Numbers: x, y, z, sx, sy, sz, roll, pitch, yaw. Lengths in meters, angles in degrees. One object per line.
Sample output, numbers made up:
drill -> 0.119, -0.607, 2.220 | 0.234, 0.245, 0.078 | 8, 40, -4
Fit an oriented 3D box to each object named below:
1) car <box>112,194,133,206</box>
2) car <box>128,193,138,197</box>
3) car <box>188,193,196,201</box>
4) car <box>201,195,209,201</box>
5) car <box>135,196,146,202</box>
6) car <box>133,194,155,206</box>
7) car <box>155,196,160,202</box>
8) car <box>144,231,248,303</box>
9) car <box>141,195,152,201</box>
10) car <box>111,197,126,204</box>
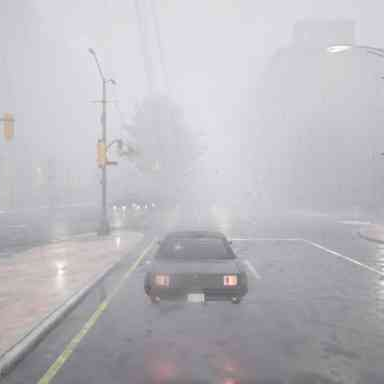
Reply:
car -> -11.580, 1.525, 55.103 | 1.812, 1.442, 4.674 | 0, 0, 0
car -> -11.528, 1.221, 64.515 | 2.150, 2.045, 5.566 | 0, 0, 1
car -> 0.013, 1.540, 85.794 | 2.033, 1.411, 5.357 | 0, 0, 0
car -> 3.513, 1.595, 86.971 | 1.895, 1.301, 4.718 | 0, 0, 0
car -> -11.489, 1.552, 74.399 | 1.994, 1.385, 4.181 | 0, 0, 0
car -> -8.080, 1.547, 56.501 | 2.033, 1.411, 5.357 | 0, 0, 0
car -> -8.020, 1.564, 65.737 | 1.994, 1.385, 4.181 | 0, 0, 1
car -> 0.076, 1.601, 8.154 | 1.895, 1.301, 4.718 | 0, 0, 0
car -> -11.487, 1.525, 84.632 | 2.128, 1.511, 4.902 | 0, 0, 0
car -> -14.740, 1.595, 66.810 | 1.895, 1.301, 4.718 | 0, 0, 0
